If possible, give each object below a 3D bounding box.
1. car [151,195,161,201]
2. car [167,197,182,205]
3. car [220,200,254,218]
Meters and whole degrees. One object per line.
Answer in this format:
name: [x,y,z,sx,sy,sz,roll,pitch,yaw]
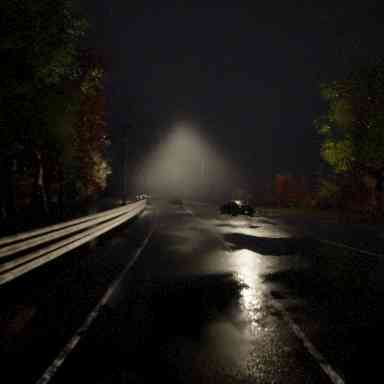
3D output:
car: [-8.479,1.368,78.340,2.128,1.511,4.902,0,0,-15]
car: [-3.048,1.504,57.534,1.994,1.385,4.181,0,0,-15]
car: [4.025,1.498,30.492,2.128,1.511,4.902,1,0,-15]
